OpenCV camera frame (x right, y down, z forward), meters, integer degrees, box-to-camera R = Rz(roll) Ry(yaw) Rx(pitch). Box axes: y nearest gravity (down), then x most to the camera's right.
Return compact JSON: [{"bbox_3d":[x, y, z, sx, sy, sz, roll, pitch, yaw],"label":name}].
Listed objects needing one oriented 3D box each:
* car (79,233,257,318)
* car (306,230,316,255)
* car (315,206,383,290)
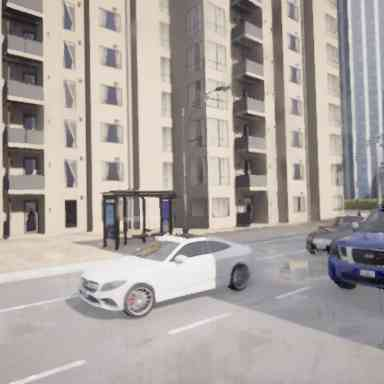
[{"bbox_3d":[-0.350,1.797,8.207,4.674,1.442,1.812,0,-2,-38],"label":"car"},{"bbox_3d":[6.690,1.765,13.952,4.902,1.511,2.128,0,-2,-39],"label":"car"},{"bbox_3d":[5.808,1.358,8.736,5.566,2.045,2.150,0,-2,-39],"label":"car"}]
